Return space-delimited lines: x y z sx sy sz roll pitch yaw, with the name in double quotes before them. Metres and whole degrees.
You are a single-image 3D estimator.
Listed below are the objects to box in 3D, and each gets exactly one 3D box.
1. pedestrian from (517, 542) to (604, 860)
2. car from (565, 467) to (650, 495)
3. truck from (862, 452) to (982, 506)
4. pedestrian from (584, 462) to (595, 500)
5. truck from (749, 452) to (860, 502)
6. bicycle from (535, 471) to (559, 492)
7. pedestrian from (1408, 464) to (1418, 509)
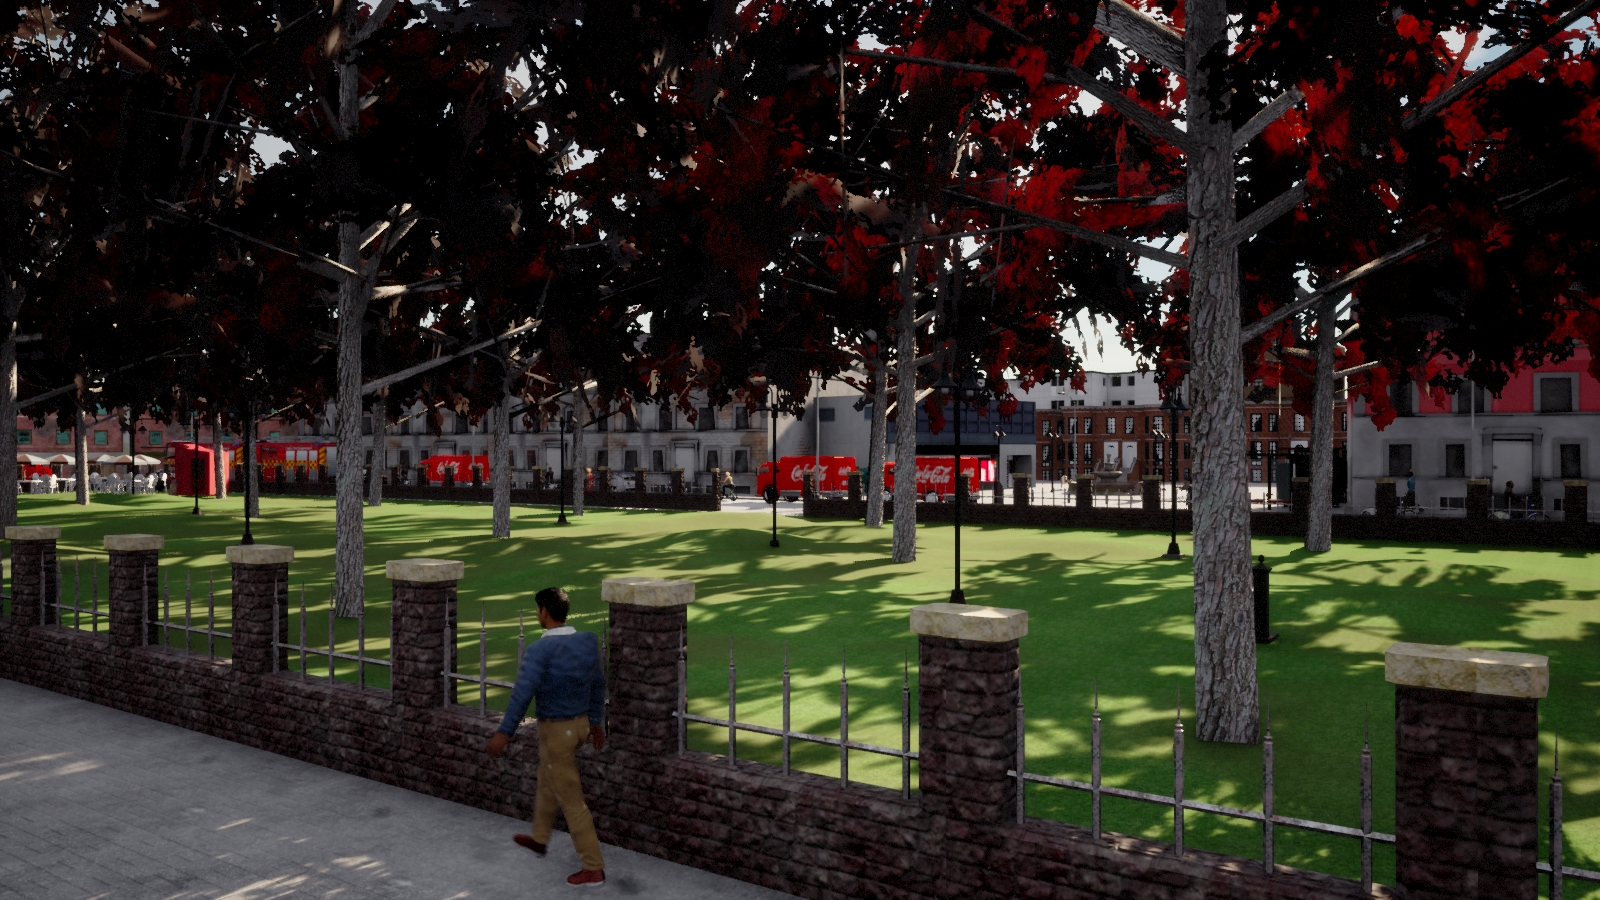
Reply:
"pedestrian" -1.488 1.526 7.112 0.375 1.860 0.375 0 0 36
"car" -11.432 1.827 67.802 4.902 1.511 2.128 0 0 35
"truck" 5.913 1.348 55.621 5.204 2.467 2.627 0 0 35
"pedestrian" -10.373 1.522 56.352 0.375 1.860 0.375 0 0 34
"truck" 0.205 1.348 59.637 5.204 2.467 2.627 0 0 35
"bicycle" -15.681 1.940 70.806 1.835 1.271 0.329 0 0 35
"pedestrian" 25.565 1.522 47.641 0.375 1.860 0.375 0 0 30
